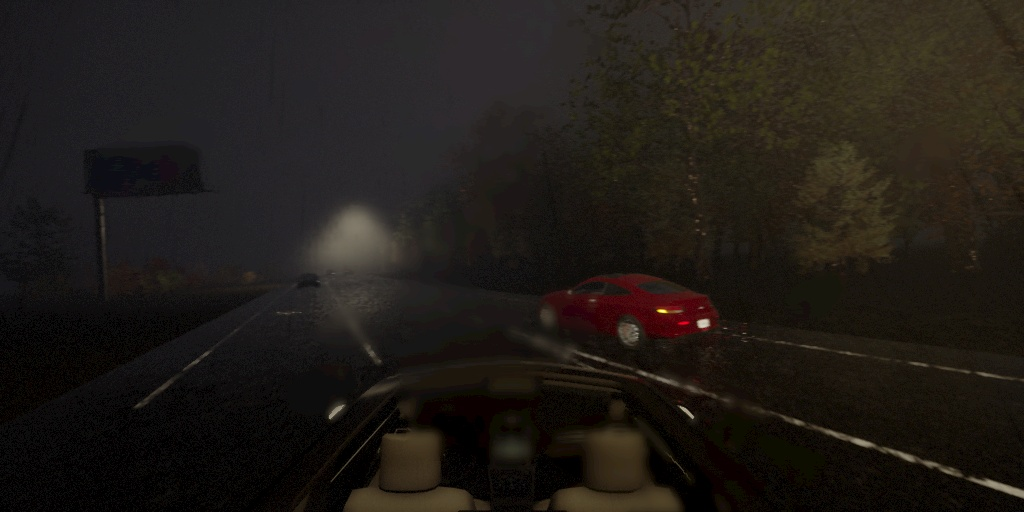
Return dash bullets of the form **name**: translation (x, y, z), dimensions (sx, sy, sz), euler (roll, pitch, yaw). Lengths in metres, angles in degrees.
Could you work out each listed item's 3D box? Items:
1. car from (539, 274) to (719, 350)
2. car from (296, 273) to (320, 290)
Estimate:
- **car**: translation (2.478, 1.170, 8.736), dimensions (1.812, 1.442, 4.674), euler (-3, 0, -29)
- **car**: translation (-20.615, 2.497, 36.344), dimensions (1.882, 1.535, 5.008), euler (-3, 0, -29)
